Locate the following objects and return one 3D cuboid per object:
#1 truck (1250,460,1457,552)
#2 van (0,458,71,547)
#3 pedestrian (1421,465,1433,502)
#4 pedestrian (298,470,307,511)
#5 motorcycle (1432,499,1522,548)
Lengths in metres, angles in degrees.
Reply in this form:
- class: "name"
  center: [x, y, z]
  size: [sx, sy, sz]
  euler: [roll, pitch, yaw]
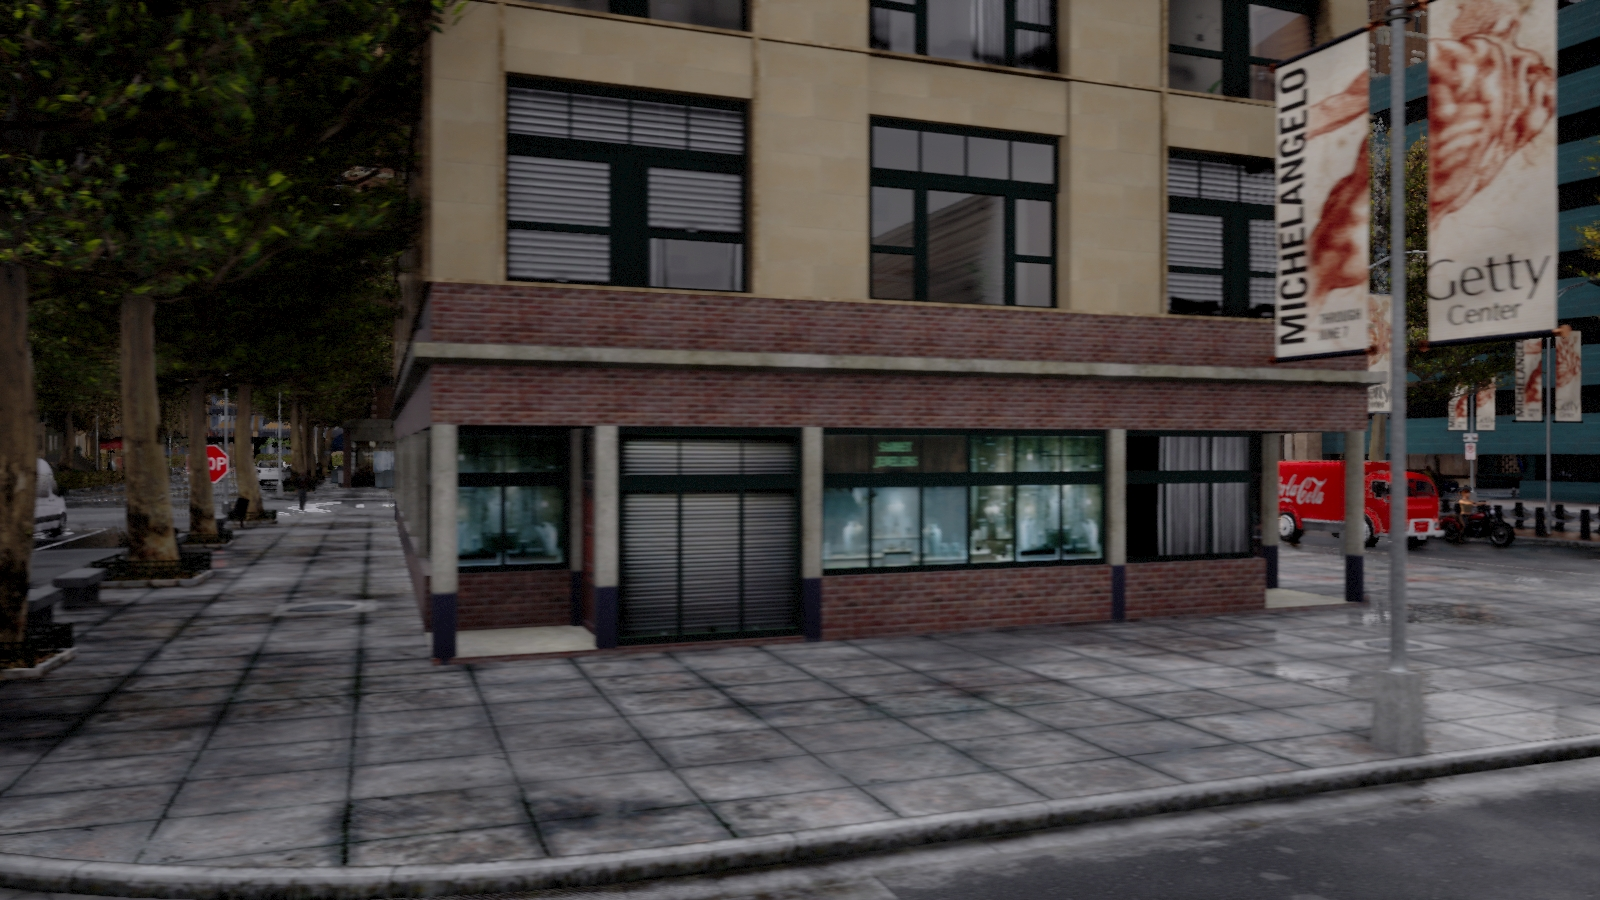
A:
- class: "truck"
  center: [16.372, 1.561, 34.182]
  size: [2.627, 2.467, 5.204]
  euler: [0, 0, -20]
- class: "van"
  center: [-24.669, 1.535, 35.702]
  size: [1.988, 2.561, 5.915]
  euler: [0, 0, -20]
- class: "pedestrian"
  center: [31.504, 1.690, 57.390]
  size: [0.375, 1.860, 0.375]
  euler: [0, 0, -19]
- class: "pedestrian"
  center: [-22.674, 1.849, 52.047]
  size: [0.375, 1.860, 0.375]
  euler: [0, 0, -24]
- class: "motorcycle"
  center: [20.148, 2.166, 34.047]
  size: [0.764, 1.277, 2.356]
  euler: [0, 0, -20]
